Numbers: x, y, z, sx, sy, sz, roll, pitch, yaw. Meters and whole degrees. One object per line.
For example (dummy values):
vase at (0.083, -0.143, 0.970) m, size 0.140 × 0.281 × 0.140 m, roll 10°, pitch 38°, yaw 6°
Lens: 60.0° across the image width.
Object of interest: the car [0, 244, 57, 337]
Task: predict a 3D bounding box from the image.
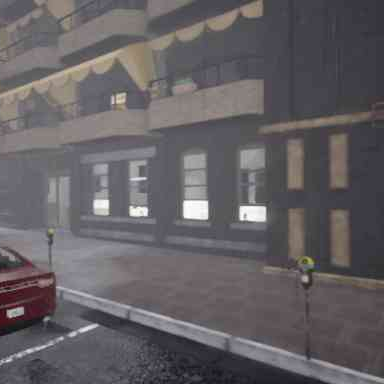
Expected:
car at (-4.255, 1.532, 5.920) m, size 4.507 × 1.381 × 1.887 m, roll 0°, pitch -1°, yaw 35°
